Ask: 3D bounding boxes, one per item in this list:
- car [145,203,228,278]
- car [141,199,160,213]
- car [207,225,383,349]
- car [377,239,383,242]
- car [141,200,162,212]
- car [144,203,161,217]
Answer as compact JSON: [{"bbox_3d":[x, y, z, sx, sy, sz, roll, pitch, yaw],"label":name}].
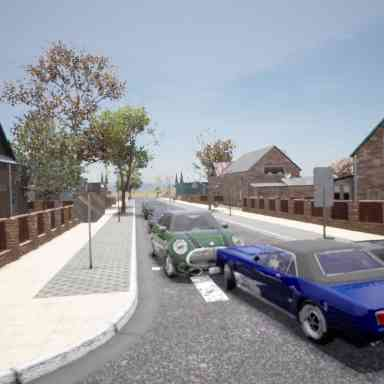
[{"bbox_3d":[-0.021,1.389,10.488,2.097,1.767,4.553,-2,0,-15],"label":"car"},{"bbox_3d":[-5.153,1.653,40.360,2.033,1.411,5.357,-2,0,-10],"label":"car"},{"bbox_3d":[2.139,1.580,6.471,1.895,1.301,4.718,-1,1,-20],"label":"car"},{"bbox_3d":[5.558,1.436,7.053,5.357,1.411,2.033,-1,0,41],"label":"car"},{"bbox_3d":[-3.387,1.559,30.028,1.882,1.535,5.008,-2,0,-10],"label":"car"},{"bbox_3d":[-1.691,1.621,20.257,1.994,1.385,4.181,-2,0,-10],"label":"car"}]
